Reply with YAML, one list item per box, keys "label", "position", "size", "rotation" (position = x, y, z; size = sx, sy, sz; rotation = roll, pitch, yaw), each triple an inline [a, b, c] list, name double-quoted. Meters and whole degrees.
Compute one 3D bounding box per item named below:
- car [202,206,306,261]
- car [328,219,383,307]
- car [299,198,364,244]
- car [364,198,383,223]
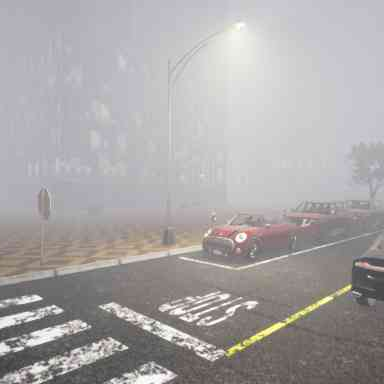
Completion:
- label: "car"
  position: [2.234, 1.448, 12.283]
  size: [4.097, 1.590, 1.967]
  rotation: [0, 0, -45]
- label: "car"
  position: [4.990, 1.495, 7.003]
  size: [4.902, 1.511, 2.128]
  rotation: [0, 0, -45]
- label: "car"
  position: [6.231, 1.325, 16.271]
  size: [5.009, 1.841, 2.192]
  rotation: [0, 0, -45]
- label: "car"
  position: [10.227, 1.327, 20.261]
  size: [5.009, 1.841, 2.192]
  rotation: [0, 0, -45]
